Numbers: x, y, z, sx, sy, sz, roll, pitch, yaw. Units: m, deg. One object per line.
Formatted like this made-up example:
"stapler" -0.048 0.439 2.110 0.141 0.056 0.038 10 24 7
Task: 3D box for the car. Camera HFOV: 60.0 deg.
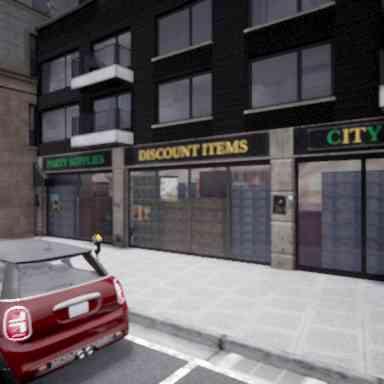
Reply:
"car" -2.960 1.466 5.185 4.097 1.590 1.967 0 0 35
